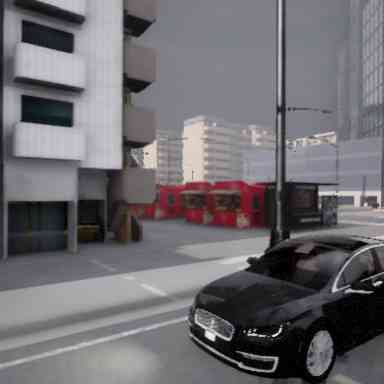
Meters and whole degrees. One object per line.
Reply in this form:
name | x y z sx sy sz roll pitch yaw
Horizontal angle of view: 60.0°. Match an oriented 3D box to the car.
car | 2.212 1.531 5.523 4.892 1.490 1.837 0 0 -35
